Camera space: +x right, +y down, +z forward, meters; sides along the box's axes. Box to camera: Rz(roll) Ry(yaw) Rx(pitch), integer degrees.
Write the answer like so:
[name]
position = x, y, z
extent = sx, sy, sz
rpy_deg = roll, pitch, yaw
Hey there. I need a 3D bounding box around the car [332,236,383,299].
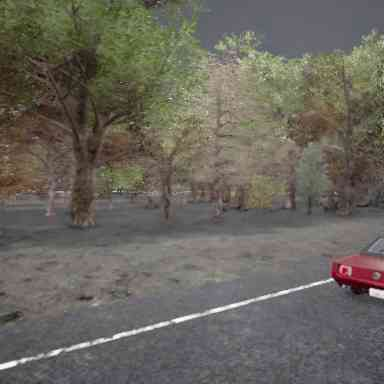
[car]
position = 5.303, 1.627, 7.530
extent = 4.718, 1.301, 1.895
rpy_deg = 0, 0, -35
